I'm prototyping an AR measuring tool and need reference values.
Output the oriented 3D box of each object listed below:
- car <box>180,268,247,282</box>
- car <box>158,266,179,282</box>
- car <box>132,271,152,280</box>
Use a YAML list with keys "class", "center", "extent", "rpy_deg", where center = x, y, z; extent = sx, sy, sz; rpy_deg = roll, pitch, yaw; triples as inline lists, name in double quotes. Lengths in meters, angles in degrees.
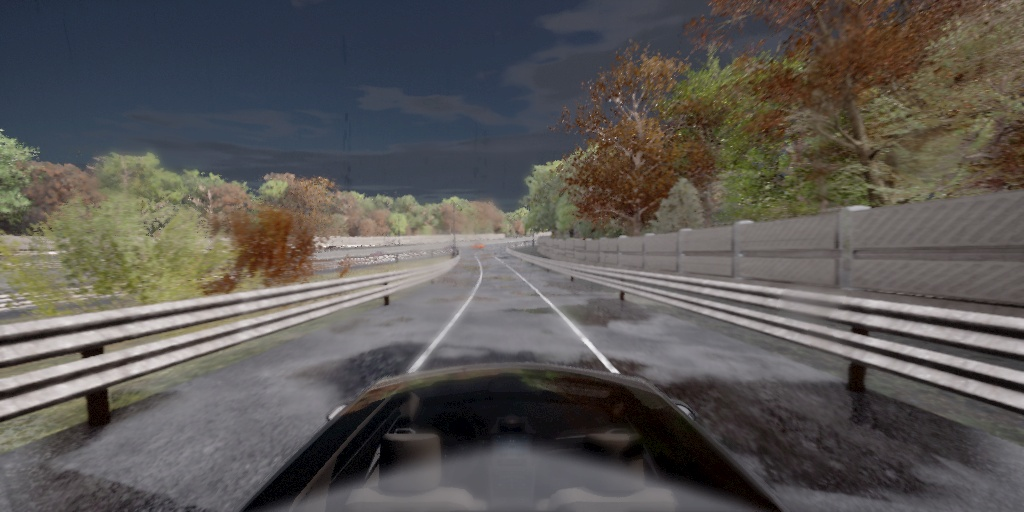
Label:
- class: "car"
  center: [-28.738, 1.853, 34.931]
  extent: [1.895, 1.301, 4.718]
  rpy_deg: [1, 4, 18]
- class: "car"
  center: [-32.109, 1.774, 35.862]
  extent: [1.994, 1.385, 4.181]
  rpy_deg: [1, 4, 18]
- class: "car"
  center: [-35.466, 1.710, 36.860]
  extent: [2.033, 1.411, 5.357]
  rpy_deg: [1, 4, 18]
